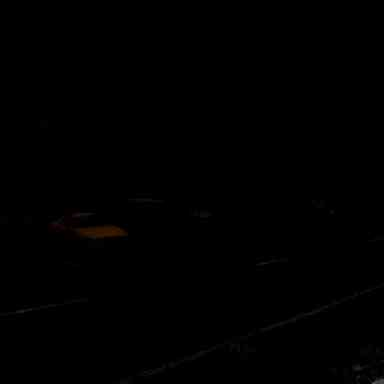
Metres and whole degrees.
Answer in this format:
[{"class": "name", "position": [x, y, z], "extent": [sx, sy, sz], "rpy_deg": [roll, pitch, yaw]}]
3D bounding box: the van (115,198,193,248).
[{"class": "van", "position": [-2.162, 1.261, 15.101], "extent": [1.878, 1.987, 4.442], "rpy_deg": [0, 0, -37]}]

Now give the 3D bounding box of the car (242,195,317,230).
[{"class": "car", "position": [4.194, 1.207, 20.047], "extent": [2.435, 2.045, 5.566], "rpy_deg": [0, 0, -39]}]

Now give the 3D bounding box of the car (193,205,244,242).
[{"class": "car", "position": [0.052, 1.519, 16.674], "extent": [2.002, 1.452, 4.674], "rpy_deg": [0, 0, -38]}]

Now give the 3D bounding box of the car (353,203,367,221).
[{"class": "car", "position": [10.596, 1.409, 25.264], "extent": [2.231, 1.521, 4.892], "rpy_deg": [-1, 0, -39]}]

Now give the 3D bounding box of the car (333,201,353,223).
[{"class": "car", "position": [8.442, 1.301, 23.545], "extent": [2.185, 1.767, 4.553], "rpy_deg": [0, 0, -39]}]

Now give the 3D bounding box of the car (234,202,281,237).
[{"class": "car", "position": [2.116, 1.499, 18.281], "extent": [2.163, 1.488, 4.792], "rpy_deg": [0, 0, -38]}]

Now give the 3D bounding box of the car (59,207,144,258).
[{"class": "car", "position": [-4.151, 1.488, 13.202], "extent": [1.946, 1.575, 5.366], "rpy_deg": [0, 0, -37]}]

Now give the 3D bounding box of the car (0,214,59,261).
[{"class": "car", "position": [-6.450, 1.535, 11.720], "extent": [2.002, 1.452, 4.674], "rpy_deg": [0, 0, -36]}]

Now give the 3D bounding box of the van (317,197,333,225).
[{"class": "van", "position": [6.404, 1.216, 21.681], "extent": [1.878, 1.987, 4.442], "rpy_deg": [0, 0, -39]}]
